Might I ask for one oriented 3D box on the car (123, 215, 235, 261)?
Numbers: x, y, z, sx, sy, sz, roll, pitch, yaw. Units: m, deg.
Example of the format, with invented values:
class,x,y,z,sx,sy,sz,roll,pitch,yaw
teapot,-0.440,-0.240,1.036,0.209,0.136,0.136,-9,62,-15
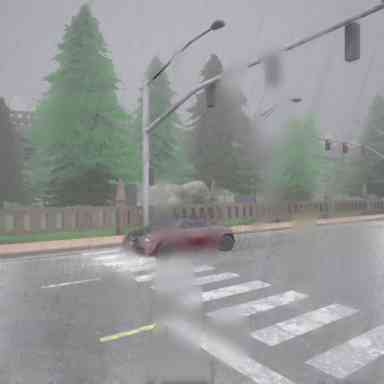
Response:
class,x,y,z,sx,sy,sz,roll,pitch,yaw
car,-0.392,1.564,12.333,4.181,1.385,1.994,0,0,-36
